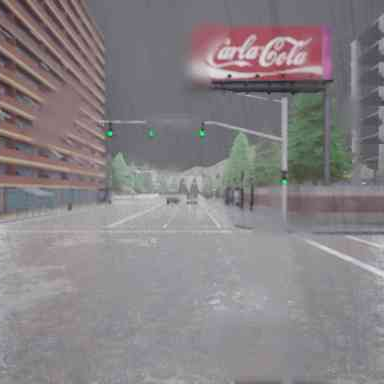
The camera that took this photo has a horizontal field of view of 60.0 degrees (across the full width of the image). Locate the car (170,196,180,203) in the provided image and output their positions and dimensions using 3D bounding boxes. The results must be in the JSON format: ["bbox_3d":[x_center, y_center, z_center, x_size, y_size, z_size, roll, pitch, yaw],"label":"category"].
[{"bbox_3d":[-3.508,1.470,67.723,1.895,1.301,4.718,0,0,-6],"label":"car"}]

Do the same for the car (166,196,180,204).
[{"bbox_3d":[-3.504,1.404,58.617,1.837,1.490,4.892,0,0,0],"label":"car"}]

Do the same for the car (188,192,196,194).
[{"bbox_3d":[-0.004,1.092,67.724,2.150,2.045,5.566,0,0,0],"label":"car"}]

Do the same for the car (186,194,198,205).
[{"bbox_3d":[-0.004,1.501,58.062,1.895,1.301,4.718,0,0,0],"label":"car"}]
